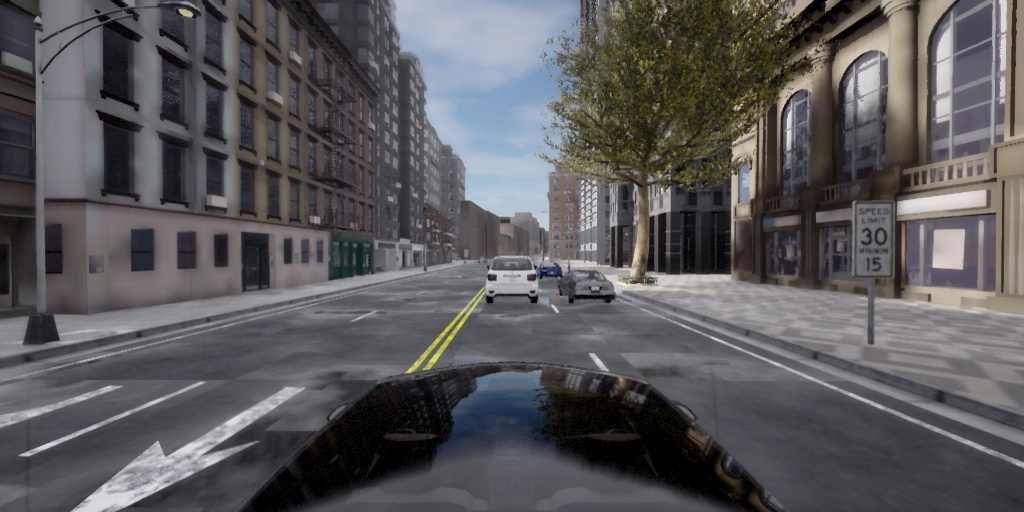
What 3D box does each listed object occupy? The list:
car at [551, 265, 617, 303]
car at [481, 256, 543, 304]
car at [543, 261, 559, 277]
[{"bbox_3d":[3.250,1.304,16.500,2.033,1.411,5.357,0,0,0],"label":"car"},{"bbox_3d":[0.000,0.999,16.529,2.150,2.045,5.566,0,0,0],"label":"car"},{"bbox_3d":[3.250,1.194,31.500,1.882,1.535,5.008,0,0,0],"label":"car"}]
